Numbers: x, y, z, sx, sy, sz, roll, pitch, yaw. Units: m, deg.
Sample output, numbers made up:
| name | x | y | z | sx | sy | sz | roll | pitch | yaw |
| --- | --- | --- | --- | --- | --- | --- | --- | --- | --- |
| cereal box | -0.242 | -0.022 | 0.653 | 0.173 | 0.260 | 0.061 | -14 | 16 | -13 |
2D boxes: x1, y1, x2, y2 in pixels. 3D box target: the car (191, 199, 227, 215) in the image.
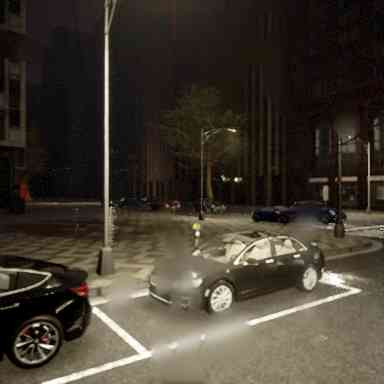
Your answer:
| name | x | y | z | sx | sy | sz | roll | pitch | yaw |
| --- | --- | --- | --- | --- | --- | --- | --- | --- | --- |
| car | 1.897 | 1.581 | 37.934 | 2.097 | 1.767 | 4.553 | 0 | 0 | -35 |

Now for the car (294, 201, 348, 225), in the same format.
| name | x | y | z | sx | sy | sz | roll | pitch | yaw |
| --- | --- | --- | --- | --- | --- | --- | --- | --- | --- |
| car | 9.915 | 1.550 | 26.524 | 2.097 | 1.767 | 4.553 | 0 | 0 | -36 |

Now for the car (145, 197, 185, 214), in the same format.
| name | x | y | z | sx | sy | sz | roll | pitch | yaw |
| --- | --- | --- | --- | --- | --- | --- | --- | --- | --- |
| car | -3.263 | 1.587 | 39.645 | 2.097 | 1.767 | 4.553 | 0 | 0 | -35 |

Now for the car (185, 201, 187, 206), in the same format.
| name | x | y | z | sx | sy | sz | roll | pitch | yaw |
| --- | --- | --- | --- | --- | --- | --- | --- | --- | --- |
| car | -2.925 | 1.833 | 56.382 | 2.033 | 1.411 | 5.357 | 0 | 0 | -34 |

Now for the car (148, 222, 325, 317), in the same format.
| name | x | y | z | sx | sy | sz | roll | pitch | yaw |
| --- | --- | --- | --- | --- | --- | --- | --- | --- | --- |
| car | 1.161 | 1.583 | 7.406 | 4.403 | 1.369 | 2.008 | 0 | -1 | -35 |

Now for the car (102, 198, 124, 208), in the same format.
| name | x | y | z | sx | sy | sz | roll | pitch | yaw |
| --- | --- | --- | --- | --- | --- | --- | --- | --- | --- |
| car | -13.217 | 1.841 | 54.014 | 1.812 | 1.442 | 4.674 | 0 | 0 | -35 |

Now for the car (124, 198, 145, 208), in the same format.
| name | x | y | z | sx | sy | sz | roll | pitch | yaw |
| --- | --- | --- | --- | --- | --- | --- | --- | --- | --- |
| car | -10.210 | 1.761 | 55.377 | 1.882 | 1.535 | 5.008 | 0 | -1 | -35 |

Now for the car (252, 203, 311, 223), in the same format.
| name | x | y | z | sx | sy | sz | roll | pitch | yaw |
| --- | --- | --- | --- | --- | --- | --- | --- | --- | --- |
| car | 6.574 | 1.758 | 25.589 | 1.994 | 1.385 | 4.181 | 0 | 0 | -35 |

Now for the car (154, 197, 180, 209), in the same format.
| name | x | y | z | sx | sy | sz | roll | pitch | yaw |
| --- | --- | --- | --- | --- | --- | --- | --- | --- | --- |
| car | -3.946 | 1.625 | 52.283 | 2.097 | 1.767 | 4.553 | 0 | 0 | -35 |

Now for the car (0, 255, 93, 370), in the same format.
| name | x | y | z | sx | sy | sz | roll | pitch | yaw |
| --- | --- | --- | --- | --- | --- | --- | --- | --- | --- |
| car | -3.463 | 1.560 | 4.182 | 4.313 | 1.339 | 1.947 | 0 | -1 | -35 |

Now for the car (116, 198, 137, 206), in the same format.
| name | x | y | z | sx | sy | sz | roll | pitch | yaw |
| --- | --- | --- | --- | --- | --- | --- | --- | --- | --- |
| car | -12.972 | 1.861 | 65.167 | 2.033 | 1.411 | 5.357 | 0 | 0 | -35 |
